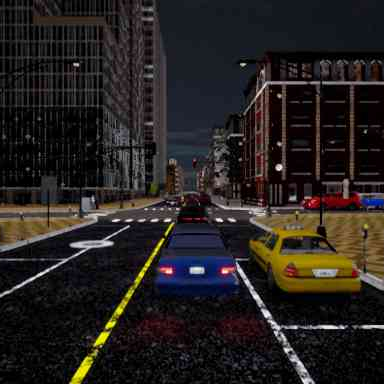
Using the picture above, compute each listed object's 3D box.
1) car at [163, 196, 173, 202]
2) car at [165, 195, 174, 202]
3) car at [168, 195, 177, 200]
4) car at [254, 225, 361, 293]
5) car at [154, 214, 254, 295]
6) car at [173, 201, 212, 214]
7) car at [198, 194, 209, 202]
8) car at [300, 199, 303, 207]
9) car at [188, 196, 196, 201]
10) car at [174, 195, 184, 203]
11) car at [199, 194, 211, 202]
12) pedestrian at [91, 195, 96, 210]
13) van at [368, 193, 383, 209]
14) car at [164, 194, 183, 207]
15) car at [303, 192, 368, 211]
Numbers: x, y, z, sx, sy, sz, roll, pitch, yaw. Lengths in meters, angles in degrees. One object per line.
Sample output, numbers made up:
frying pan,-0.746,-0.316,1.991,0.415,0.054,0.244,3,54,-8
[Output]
car,-5.321,1.540,74.543,2.008,1.369,4.403,0,0,0
car,-5.322,1.534,80.136,1.887,1.381,4.507,0,0,0
car,-5.322,1.539,91.322,2.008,1.369,4.403,0,0,0
car,2.564,1.523,8.710,1.752,1.417,4.829,0,0,0
car,0.096,1.545,8.859,2.033,1.411,5.357,0,0,0
car,0.082,1.501,18.600,1.837,1.490,4.892,0,0,0
car,2.559,1.305,74.543,2.192,1.841,5.009,0,0,0
car,15.311,1.087,38.902,5.009,1.841,2.192,-1,1,-1
car,-0.005,1.542,79.546,1.994,1.385,4.181,0,0,0
car,-2.754,1.468,71.313,1.882,1.535,5.008,0,0,0
car,2.560,1.305,63.357,2.192,1.841,5.009,0,0,0
pedestrian,-12.351,1.262,41.546,0.375,1.860,0.375,0,1,-1
van,20.967,1.042,38.963,3.998,1.788,1.690,-1,1,-1
car,-2.847,1.483,51.200,2.128,1.511,4.902,0,0,0
car,15.617,0.995,36.445,5.566,2.045,2.150,-1,0,-1
